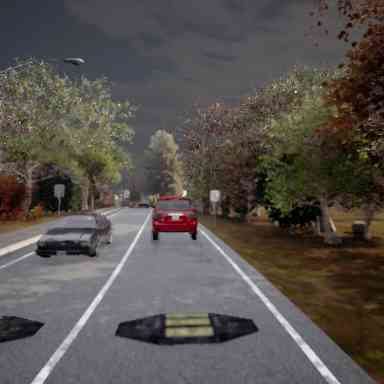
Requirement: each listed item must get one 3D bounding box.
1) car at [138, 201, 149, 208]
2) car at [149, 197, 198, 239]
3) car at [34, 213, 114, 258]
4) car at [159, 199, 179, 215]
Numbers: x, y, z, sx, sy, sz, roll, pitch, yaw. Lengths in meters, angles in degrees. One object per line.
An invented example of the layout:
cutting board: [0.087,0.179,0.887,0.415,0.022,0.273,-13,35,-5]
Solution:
car: [-7.911,2.075,55.395,1.895,1.301,4.718,0,-3,-5]
car: [-0.966,1.241,17.518,2.150,2.045,5.566,0,0,-5]
car: [-4.283,1.551,13.067,2.033,1.411,5.357,0,0,-5]
car: [-2.592,1.572,36.122,2.033,1.411,5.357,0,0,-5]
